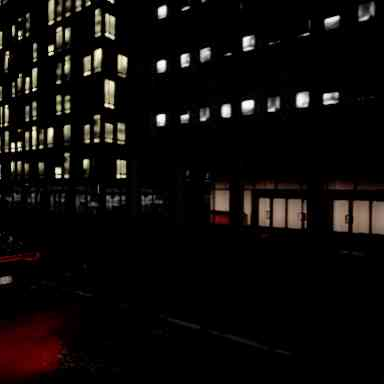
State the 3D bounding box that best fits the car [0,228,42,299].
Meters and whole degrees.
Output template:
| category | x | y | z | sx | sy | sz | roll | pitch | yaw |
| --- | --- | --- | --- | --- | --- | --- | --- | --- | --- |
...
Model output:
| category | x | y | z | sx | sy | sz | roll | pitch | yaw |
| --- | --- | --- | --- | --- | --- | --- | --- | --- | --- |
| car | -5.415 | 1.440 | 7.523 | 5.008 | 1.535 | 1.882 | 1 | 0 | 36 |
